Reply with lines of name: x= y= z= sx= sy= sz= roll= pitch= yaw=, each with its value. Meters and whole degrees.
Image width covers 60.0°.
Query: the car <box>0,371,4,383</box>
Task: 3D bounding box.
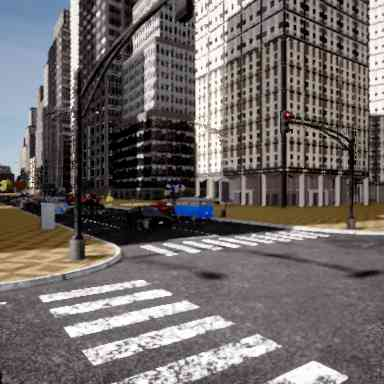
car: x=-3.226 y=1.341 z=1.265 sx=4.553 sy=1.767 sz=2.097 roll=1 pitch=0 yaw=-35

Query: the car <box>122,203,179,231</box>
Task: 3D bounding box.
car: x=-2.915 y=1.617 z=21.178 sx=1.994 sy=1.385 sz=4.181 roll=0 pitch=0 yaw=-34

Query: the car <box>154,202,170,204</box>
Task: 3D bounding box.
car: x=-3.036 y=1.583 z=31.863 sx=1.887 sy=1.381 sz=4.507 roll=0 pitch=0 yaw=-34

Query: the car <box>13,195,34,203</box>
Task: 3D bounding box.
car: x=-25.372 y=1.514 z=50.265 sx=2.008 sy=1.369 sz=4.403 roll=0 pitch=0 yaw=-34

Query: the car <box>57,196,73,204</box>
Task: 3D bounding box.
car: x=-24.531 y=1.510 z=64.132 sx=1.947 sy=1.339 sz=4.313 roll=0 pitch=0 yaw=-34

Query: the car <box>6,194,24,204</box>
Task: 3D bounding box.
car: x=-31.508 y=1.518 z=59.490 sx=1.802 sy=1.307 sz=4.206 roll=0 pitch=0 yaw=-34

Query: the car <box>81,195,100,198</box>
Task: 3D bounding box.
car: x=-15.325 y=1.300 z=50.296 sx=2.192 sy=1.841 sz=5.009 roll=0 pitch=0 yaw=-34

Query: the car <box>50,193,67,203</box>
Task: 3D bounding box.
car: x=-27.598 y=1.245 z=68.744 sx=2.192 sy=1.841 sz=5.009 roll=0 pitch=0 yaw=-34

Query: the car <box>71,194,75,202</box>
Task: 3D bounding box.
car: x=-18.395 y=1.516 z=54.907 sx=1.887 sy=1.381 sz=4.507 roll=0 pitch=0 yaw=-34

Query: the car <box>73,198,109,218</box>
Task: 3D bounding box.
car: x=-9.164 y=1.553 z=30.576 sx=1.812 sy=1.442 sz=4.674 roll=0 pitch=0 yaw=-34

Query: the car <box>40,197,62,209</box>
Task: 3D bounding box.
car: x=-19.940 y=1.528 z=46.887 sx=2.033 sy=1.411 sz=5.357 roll=0 pitch=0 yaw=-33

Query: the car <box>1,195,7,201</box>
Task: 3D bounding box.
car: x=-43.781 y=1.462 z=77.938 sx=1.802 sy=1.307 sz=4.206 roll=0 pitch=0 yaw=-34

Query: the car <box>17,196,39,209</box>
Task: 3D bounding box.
car: x=-22.304 y=1.543 z=45.653 sx=1.947 sy=1.339 sz=4.313 roll=0 pitch=0 yaw=-34

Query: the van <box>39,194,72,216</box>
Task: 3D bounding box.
van: x=-13.098 y=1.358 z=31.818 sx=1.690 sy=1.788 sz=3.998 roll=0 pitch=0 yaw=-34

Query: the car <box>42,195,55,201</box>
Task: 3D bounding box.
car: x=-33.736 y=1.452 z=77.968 sx=2.008 sy=1.369 sz=4.403 roll=0 pitch=0 yaw=-34

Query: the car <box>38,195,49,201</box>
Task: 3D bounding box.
car: x=-36.898 y=1.412 z=82.721 sx=1.752 sy=1.417 sz=4.829 roll=0 pitch=0 yaw=-34

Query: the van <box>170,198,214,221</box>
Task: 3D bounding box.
van: x=0.108 y=1.392 z=27.303 sx=1.690 sy=1.788 sz=3.998 roll=0 pitch=0 yaw=-34
